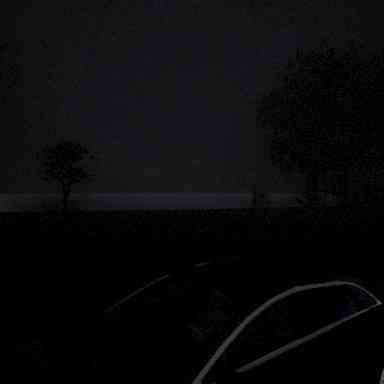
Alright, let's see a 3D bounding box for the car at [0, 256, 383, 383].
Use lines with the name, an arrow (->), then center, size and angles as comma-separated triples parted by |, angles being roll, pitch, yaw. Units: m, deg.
car -> 0.334, 1.491, 3.192 | 4.902, 1.511, 2.128 | 0, 0, -36
